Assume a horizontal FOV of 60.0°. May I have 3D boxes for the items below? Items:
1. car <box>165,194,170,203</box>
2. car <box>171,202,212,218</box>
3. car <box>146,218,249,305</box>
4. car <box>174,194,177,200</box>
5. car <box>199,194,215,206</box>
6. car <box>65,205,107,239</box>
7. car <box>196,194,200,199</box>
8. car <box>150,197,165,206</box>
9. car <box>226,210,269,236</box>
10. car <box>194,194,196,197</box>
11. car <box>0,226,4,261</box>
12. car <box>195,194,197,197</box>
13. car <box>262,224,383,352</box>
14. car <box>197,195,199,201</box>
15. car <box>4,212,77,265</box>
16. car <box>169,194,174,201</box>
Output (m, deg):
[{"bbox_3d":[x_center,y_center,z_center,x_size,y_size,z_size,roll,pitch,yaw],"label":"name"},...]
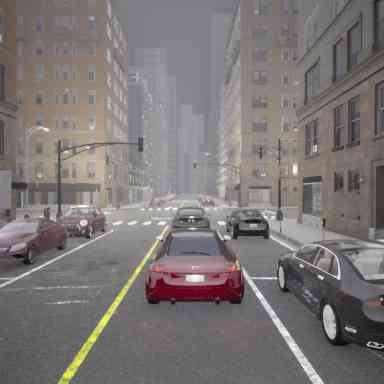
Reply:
[{"bbox_3d":[-5.937,1.606,65.038,2.008,1.369,4.403,0,0,0],"label":"car"},{"bbox_3d":[-0.046,1.506,17.069,1.837,1.490,4.892,0,0,0],"label":"car"},{"bbox_3d":[0.042,1.564,8.156,1.994,1.385,4.181,0,0,-1],"label":"car"},{"bbox_3d":[-6.025,1.457,92.081,2.192,1.841,5.009,0,0,0],"label":"car"},{"bbox_3d":[2.621,1.476,54.250,1.967,1.590,4.097,0,0,0],"label":"car"},{"bbox_3d":[-5.752,1.441,17.118,1.967,1.590,4.097,0,0,0],"label":"car"},{"bbox_3d":[2.552,1.524,75.886,1.967,1.590,4.097,0,0,0],"label":"car"},{"bbox_3d":[-5.903,1.618,54.221,1.802,1.307,4.206,0,0,0],"label":"car"},{"bbox_3d":[2.773,1.567,17.160,1.947,1.339,4.313,0,0,0],"label":"car"},{"bbox_3d":[2.499,1.457,92.114,2.192,1.841,5.009,0,0,0],"label":"car"},{"bbox_3d":[-5.697,1.566,6.115,1.947,1.339,4.313,0,0,0],"label":"car"},{"bbox_3d":[2.517,1.561,86.704,1.967,1.590,4.097,0,0,0],"label":"car"},{"bbox_3d":[2.828,1.551,6.158,2.008,1.369,4.403,0,0,0],"label":"car"},{"bbox_3d":[2.588,1.607,65.068,2.008,1.369,4.403,0,0,0],"label":"car"},{"bbox_3d":[-5.725,1.582,11.617,1.802,1.307,4.206,0,0,0],"label":"car"},{"bbox_3d":[-5.989,1.626,81.093,1.752,1.417,4.829,0,0,0],"label":"car"}]
